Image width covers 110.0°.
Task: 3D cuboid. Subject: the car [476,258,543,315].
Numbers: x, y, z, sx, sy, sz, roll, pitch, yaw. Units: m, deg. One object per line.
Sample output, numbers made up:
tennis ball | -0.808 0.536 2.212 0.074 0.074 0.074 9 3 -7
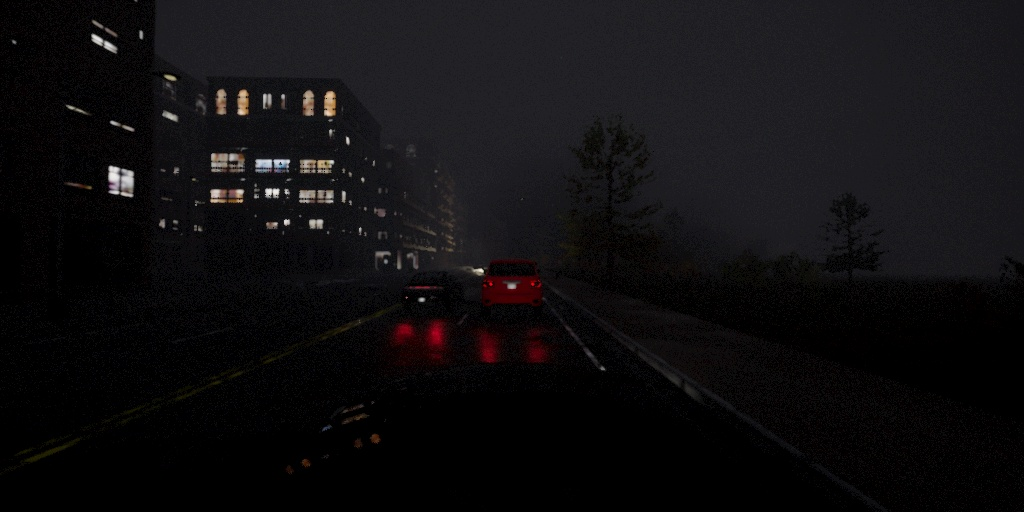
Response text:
car | 0.011 1.108 14.440 2.150 2.045 5.566 0 0 0

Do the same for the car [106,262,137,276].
car | -37.670 1.218 34.300 4.207 1.307 1.802 0 0 -2

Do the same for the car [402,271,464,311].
car | -3.225 1.386 15.337 2.128 1.511 4.902 0 0 1

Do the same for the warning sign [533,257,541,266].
warning sign | 2.855 1.343 47.146 1.300 1.860 1.060 0 0 0
